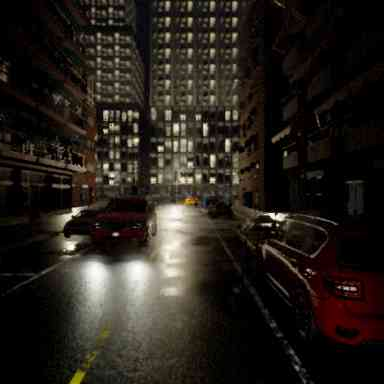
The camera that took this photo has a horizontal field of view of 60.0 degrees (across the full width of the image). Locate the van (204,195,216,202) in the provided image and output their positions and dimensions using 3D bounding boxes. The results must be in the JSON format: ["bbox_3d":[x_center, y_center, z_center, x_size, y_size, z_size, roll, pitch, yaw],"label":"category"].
[{"bbox_3d":[2.551,1.340,45.751,1.690,1.788,3.998,0,0,0],"label":"van"}]

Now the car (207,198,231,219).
[{"bbox_3d":[2.557,1.521,29.000,1.752,1.417,4.829,0,0,0],"label":"car"}]

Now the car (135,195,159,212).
[{"bbox_3d":[-5.326,1.311,40.108,2.192,1.841,5.009,0,0,0],"label":"car"}]

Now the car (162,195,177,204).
[{"bbox_3d":[-5.129,1.308,61.152,4.553,1.767,2.097,1,0,29],"label":"car"}]

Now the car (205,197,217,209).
[{"bbox_3d":[2.555,1.521,34.641,1.752,1.417,4.829,0,0,0],"label":"car"}]

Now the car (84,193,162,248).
[{"bbox_3d":[-2.841,1.216,15.183,2.150,2.045,5.566,0,0,0],"label":"car"}]

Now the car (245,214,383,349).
[{"bbox_3d":[2.568,1.313,6.269,2.192,1.841,5.009,0,0,0],"label":"car"}]

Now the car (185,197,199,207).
[{"bbox_3d":[-0.059,1.473,52.354,1.882,1.535,5.008,0,0,-4],"label":"car"}]

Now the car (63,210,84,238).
[{"bbox_3d":[-5.319,1.577,17.546,1.802,1.307,4.206,0,0,0],"label":"car"}]

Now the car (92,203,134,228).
[{"bbox_3d":[-5.320,1.520,23.017,1.752,1.417,4.829,0,0,0],"label":"car"}]

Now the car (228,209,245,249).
[{"bbox_3d":[2.564,1.522,12.079,1.752,1.417,4.829,0,0,0],"label":"car"}]

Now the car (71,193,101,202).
[{"bbox_3d":[-20.900,1.103,65.719,5.009,1.841,2.192,1,-1,0],"label":"car"}]

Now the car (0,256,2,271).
[{"bbox_3d":[-5.314,1.580,6.266,1.802,1.307,4.206,0,0,0],"label":"car"}]
